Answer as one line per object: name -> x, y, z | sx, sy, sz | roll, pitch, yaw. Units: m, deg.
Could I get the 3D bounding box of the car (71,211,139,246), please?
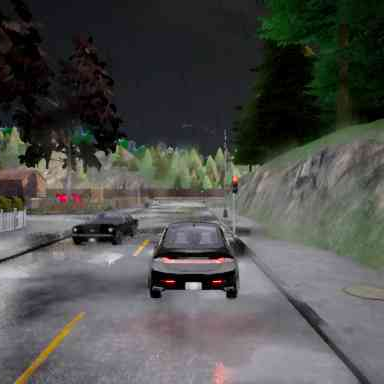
car -> -3.838, 1.601, 15.391 | 1.895, 1.301, 4.718 | 0, 0, 3

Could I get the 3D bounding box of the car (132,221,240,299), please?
car -> 0.052, 1.492, 8.464 | 2.128, 1.511, 4.902 | 0, 0, 1
